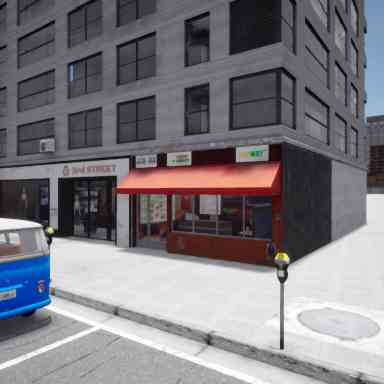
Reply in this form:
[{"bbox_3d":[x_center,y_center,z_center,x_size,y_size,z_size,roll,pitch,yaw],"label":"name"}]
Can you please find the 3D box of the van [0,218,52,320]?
[{"bbox_3d":[-4.327,1.341,6.165,3.998,1.788,1.690,0,0,36],"label":"van"}]
